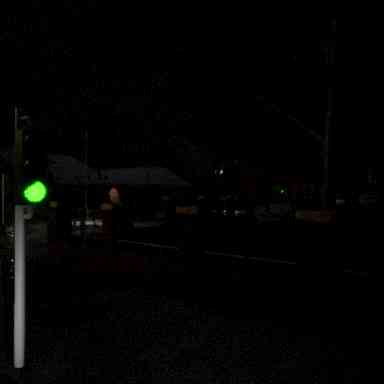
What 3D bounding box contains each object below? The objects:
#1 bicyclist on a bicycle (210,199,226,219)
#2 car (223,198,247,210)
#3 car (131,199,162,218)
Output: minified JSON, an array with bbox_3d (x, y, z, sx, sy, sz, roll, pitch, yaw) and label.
[{"bbox_3d":[1.447,1.263,20.463,1.656,1.620,0.582,0,0,36],"label":"bicyclist on a bicycle"},{"bbox_3d":[5.667,1.394,40.654,2.033,1.411,5.357,1,0,36],"label":"car"},{"bbox_3d":[-4.535,1.324,26.528,1.882,1.535,5.008,1,0,36],"label":"car"}]
